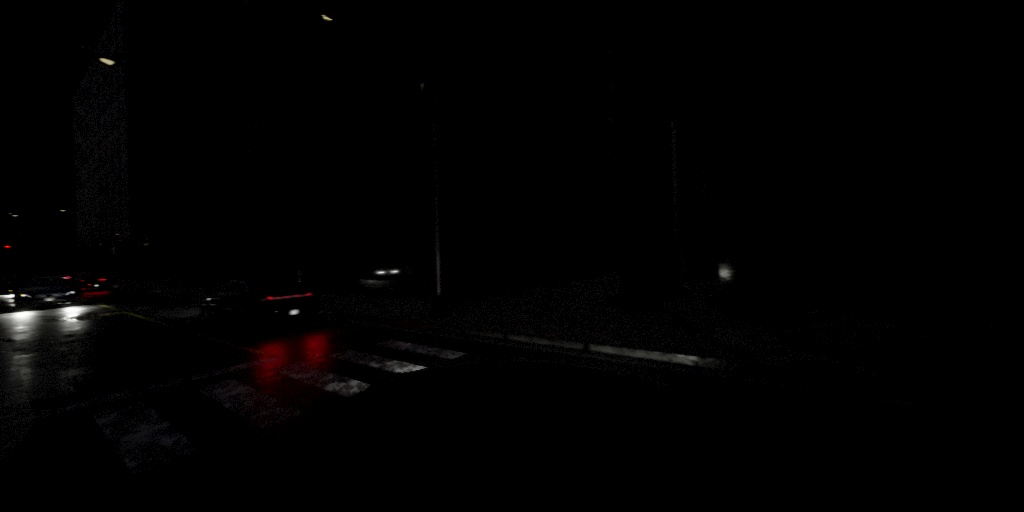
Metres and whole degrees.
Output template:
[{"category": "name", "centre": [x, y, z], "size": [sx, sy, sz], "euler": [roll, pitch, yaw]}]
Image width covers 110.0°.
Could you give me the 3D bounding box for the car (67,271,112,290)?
[{"category": "car", "centre": [-34.077, 2.061, 29.033], "size": [4.892, 1.490, 1.837], "euler": [-1, 0, 34]}]

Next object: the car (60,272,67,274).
[{"category": "car", "centre": [-43.538, 2.280, 35.407], "size": [4.902, 1.511, 2.128], "euler": [-1, 0, 35]}]

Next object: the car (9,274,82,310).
[{"category": "car", "centre": [-23.866, 1.838, 18.313], "size": [4.674, 1.442, 1.812], "euler": [-1, 0, 34]}]

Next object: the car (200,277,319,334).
[{"category": "car", "centre": [-8.085, 1.405, 11.363], "size": [4.902, 1.511, 2.128], "euler": [-1, 0, 34]}]

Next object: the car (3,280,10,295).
[{"category": "car", "centre": [-38.903, 2.295, 28.613], "size": [4.181, 1.385, 1.994], "euler": [-1, 0, 34]}]
